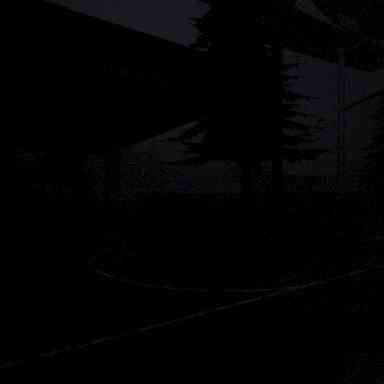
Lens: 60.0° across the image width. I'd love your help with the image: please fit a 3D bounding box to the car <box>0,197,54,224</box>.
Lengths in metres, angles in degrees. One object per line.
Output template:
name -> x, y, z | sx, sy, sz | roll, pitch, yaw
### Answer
car -> -11.955, 1.313, 23.487 | 3.866, 1.878, 1.905 | 0, 0, -36
